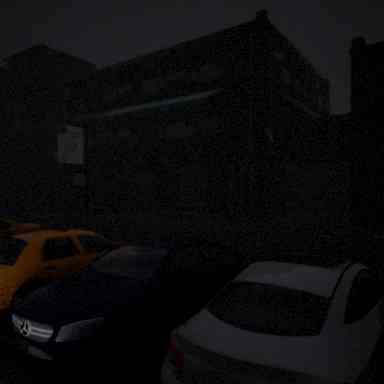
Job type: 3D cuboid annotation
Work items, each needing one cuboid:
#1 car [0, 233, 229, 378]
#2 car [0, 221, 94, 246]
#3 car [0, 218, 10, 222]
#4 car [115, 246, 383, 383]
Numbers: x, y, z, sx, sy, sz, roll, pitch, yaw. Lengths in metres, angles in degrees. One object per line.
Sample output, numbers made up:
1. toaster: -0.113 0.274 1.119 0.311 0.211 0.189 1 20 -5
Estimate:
1. car: -0.646 1.527 5.820 2.002 1.452 4.674 0 0 36
2. car: -2.795 1.499 7.578 1.946 1.575 5.366 0 0 36
3. car: -7.423 1.546 10.658 2.097 1.535 5.008 -1 0 36
4. car: 1.515 1.520 4.272 2.002 1.452 4.674 0 0 36
